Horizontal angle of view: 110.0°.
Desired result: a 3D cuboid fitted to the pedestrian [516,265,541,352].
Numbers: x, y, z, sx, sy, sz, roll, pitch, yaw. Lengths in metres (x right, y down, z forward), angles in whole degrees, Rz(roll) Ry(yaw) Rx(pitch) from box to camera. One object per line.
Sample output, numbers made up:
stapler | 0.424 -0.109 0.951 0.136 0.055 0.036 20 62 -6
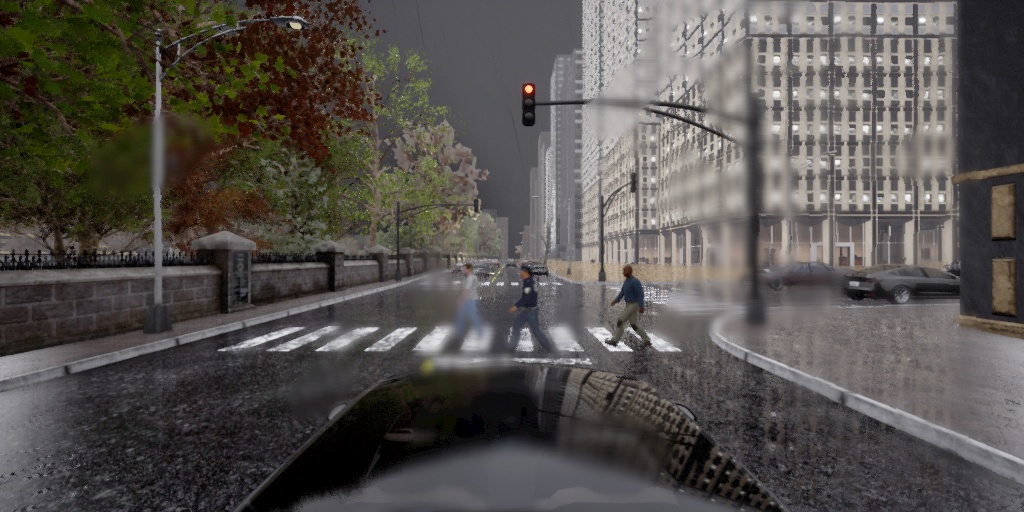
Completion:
pedestrian | 0.327 1.044 7.084 0.375 1.860 0.375 0 0 0

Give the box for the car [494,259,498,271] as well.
car | -3.187 1.334 45.011 1.994 1.385 4.181 0 0 0

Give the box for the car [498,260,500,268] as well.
car | -3.177 1.268 63.872 1.882 1.535 5.008 0 0 0

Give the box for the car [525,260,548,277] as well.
car | 2.614 1.329 35.732 1.948 1.339 4.313 0 0 0

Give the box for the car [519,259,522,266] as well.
car | 2.554 1.335 63.895 1.888 1.381 4.507 0 0 0

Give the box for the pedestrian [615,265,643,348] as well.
pedestrian | 2.499 1.041 7.689 0.375 1.860 0.375 0 0 0

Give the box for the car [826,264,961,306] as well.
car | 14.659 1.026 13.176 4.313 1.339 1.948 0 0 0

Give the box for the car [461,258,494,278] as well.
car | -3.156 1.254 33.902 2.128 1.511 4.902 0 0 1

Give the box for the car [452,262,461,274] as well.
car | -5.778 1.349 41.346 1.802 1.307 4.207 0 0 0

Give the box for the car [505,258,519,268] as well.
car | -0.135 1.293 62.562 1.837 1.490 4.892 0 0 0

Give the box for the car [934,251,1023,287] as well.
car | 25.963 0.645 19.053 4.553 1.767 2.097 -1 0 0

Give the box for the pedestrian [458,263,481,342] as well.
pedestrian | -0.972 1.043 8.282 0.375 1.860 0.375 0 0 0

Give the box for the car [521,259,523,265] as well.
car | 2.590 1.337 46.997 1.948 1.339 4.313 0 0 0

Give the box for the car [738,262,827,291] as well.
car | 15.102 1.024 18.974 5.357 1.411 2.033 -1 0 0

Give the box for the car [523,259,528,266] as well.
car | 2.602 1.333 41.365 1.948 1.339 4.313 0 0 0
